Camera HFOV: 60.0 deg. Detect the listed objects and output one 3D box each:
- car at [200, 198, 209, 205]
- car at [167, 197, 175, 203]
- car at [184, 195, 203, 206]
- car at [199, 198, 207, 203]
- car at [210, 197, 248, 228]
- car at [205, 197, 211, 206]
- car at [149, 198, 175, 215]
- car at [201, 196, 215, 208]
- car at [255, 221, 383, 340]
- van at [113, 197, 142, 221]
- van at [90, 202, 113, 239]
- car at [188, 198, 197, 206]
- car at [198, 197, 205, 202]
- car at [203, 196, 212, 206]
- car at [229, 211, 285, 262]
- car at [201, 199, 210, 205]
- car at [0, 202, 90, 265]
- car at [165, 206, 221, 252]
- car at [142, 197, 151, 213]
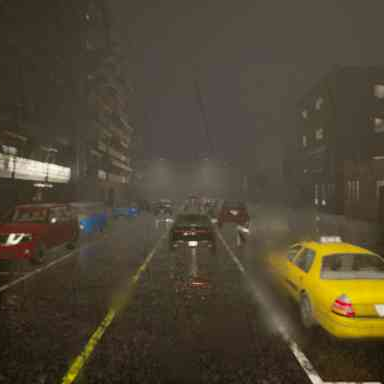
[{"bbox_3d":[2.680,2.027,73.053,1.947,1.339,4.313,0,0,0],"label":"car"},{"bbox_3d":[-5.702,2.032,89.670,1.967,1.590,4.097,0,0,0],"label":"car"},{"bbox_3d":[0.093,1.493,46.901,2.150,2.045,5.566,0,-2,0],"label":"car"},{"bbox_3d":[2.679,2.114,84.130,1.947,1.339,4.313,0,0,0],"label":"car"},{"bbox_3d":[2.689,1.445,23.202,2.192,1.841,5.009,0,0,0],"label":"car"},{"bbox_3d":[2.687,1.639,34.280,1.967,1.590,4.097,0,0,0],"label":"car"},{"bbox_3d":[-3.005,1.713,35.966,2.128,1.511,4.902,0,0,0],"label":"car"},{"bbox_3d":[2.684,1.657,56.439,2.192,1.841,5.009,0,0,0],"label":"car"},{"bbox_3d":[2.690,1.562,6.754,1.752,1.417,4.829,0,0,0],"label":"car"},{"bbox_3d":[-5.693,1.504,28.740,1.690,1.788,3.998,0,0,0],"label":"van"},{"bbox_3d":[-5.691,1.438,17.662,1.690,1.788,3.998,0,0,0],"label":"van"},{"bbox_3d":[0.092,1.920,64.048,1.812,1.442,4.674,0,-1,0],"label":"car"},{"bbox_3d":[2.677,2.162,95.379,1.752,1.417,4.829,0,0,0],"label":"car"},{"bbox_3d":[2.684,1.746,50.898,1.967,1.590,4.097,0,0,0],"label":"car"},{"bbox_3d":[2.689,1.617,12.122,2.008,1.369,4.403,0,0,0],"label":"car"},{"bbox_3d":[2.681,2.001,67.513,1.802,1.307,4.206,0,0,0],"label":"car"},{"bbox_3d":[-5.690,1.381,12.122,2.192,1.841,5.009,0,0,0],"label":"car"},{"bbox_3d":[0.023,1.583,14.232,1.837,1.490,4.892,0,0,0],"label":"car"},{"bbox_3d":[-5.694,1.549,39.818,2.192,1.841,5.009,0,0,0],"label":"car"}]
